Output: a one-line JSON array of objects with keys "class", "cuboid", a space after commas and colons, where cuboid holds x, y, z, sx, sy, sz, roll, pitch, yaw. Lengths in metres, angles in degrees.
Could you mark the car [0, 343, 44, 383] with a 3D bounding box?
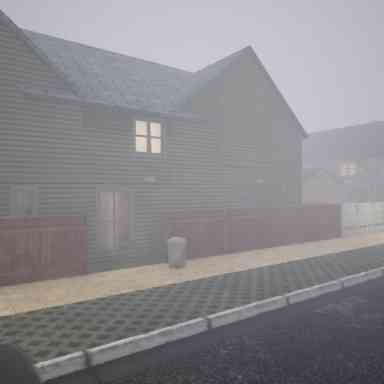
[{"class": "car", "cuboid": [-3.096, 1.548, 0.838, 5.357, 1.411, 2.033, 0, 0, -36]}]
